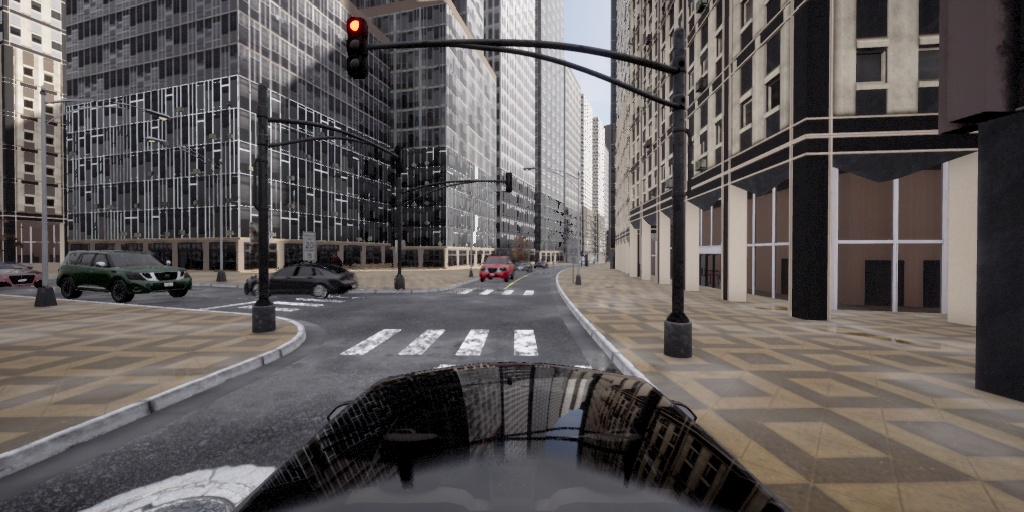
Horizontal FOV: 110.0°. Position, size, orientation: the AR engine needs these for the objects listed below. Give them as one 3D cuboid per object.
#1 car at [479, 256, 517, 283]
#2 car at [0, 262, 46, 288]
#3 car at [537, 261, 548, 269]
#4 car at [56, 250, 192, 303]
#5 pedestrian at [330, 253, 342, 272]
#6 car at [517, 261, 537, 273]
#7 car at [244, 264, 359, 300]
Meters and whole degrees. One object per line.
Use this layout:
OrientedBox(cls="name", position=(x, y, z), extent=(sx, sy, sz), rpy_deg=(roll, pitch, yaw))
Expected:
OrientedBox(cls="car", position=(-1.139, 1.007, 28.898), extent=(2.150, 2.045, 5.566), rpy_deg=(0, 0, 6))
OrientedBox(cls="car", position=(-25.808, 0.981, 18.035), extent=(4.181, 1.385, 1.994), rpy_deg=(1, 1, 16))
OrientedBox(cls="car", position=(5.025, 1.494, 61.221), extent=(2.033, 1.411, 5.357), rpy_deg=(0, 0, 15))
OrientedBox(cls="car", position=(-16.621, 0.770, 15.382), extent=(5.566, 2.045, 2.150), rpy_deg=(1, 1, 17))
OrientedBox(cls="pedestrian", position=(-9.585, 0.716, 19.448), extent=(0.375, 1.860, 0.375), rpy_deg=(0, 0, 16))
OrientedBox(cls="car", position=(1.487, 1.350, 45.607), extent=(2.128, 1.511, 4.902), rpy_deg=(0, 0, 11))
OrientedBox(cls="car", position=(-9.588, 1.111, 16.446), extent=(4.892, 1.490, 1.837), rpy_deg=(1, 4, 4))
